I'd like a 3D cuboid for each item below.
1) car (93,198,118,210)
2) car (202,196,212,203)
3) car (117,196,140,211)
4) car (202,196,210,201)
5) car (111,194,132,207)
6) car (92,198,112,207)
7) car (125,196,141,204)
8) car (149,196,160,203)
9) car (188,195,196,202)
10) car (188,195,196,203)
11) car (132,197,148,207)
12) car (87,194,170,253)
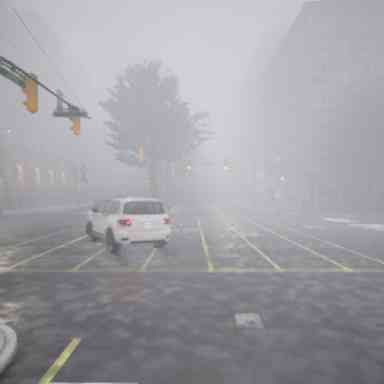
[{"bbox_3d":[-11.571,1.540,44.759,2.128,1.511,4.902,0,0,0],"label":"car"},{"bbox_3d":[3.496,1.622,74.995,2.033,1.411,5.357,0,0,0],"label":"car"},{"bbox_3d":[-8.082,1.399,42.990,2.097,1.767,4.553,0,0,0],"label":"car"},{"bbox_3d":[3.495,1.644,83.996,1.994,1.385,4.181,0,0,0],"label":"car"},{"bbox_3d":[-11.503,1.281,54.679,2.150,2.045,5.566,0,0,0],"label":"car"},{"bbox_3d":[-14.753,1.655,54.797,1.895,1.301,4.718,0,0,0],"label":"car"},{"bbox_3d":[-11.504,1.564,65.116,2.128,1.511,4.902,0,0,0],"label":"car"},{"bbox_3d":[-8.004,1.630,71.307,1.994,1.385,4.181,0,0,0],"label":"car"},{"bbox_3d":[-0.005,1.592,83.995,1.837,1.490,4.892,0,0,0],"label":"car"},{"bbox_3d":[-0.004,1.621,74.533,2.033,1.411,5.357,0,0,0],"label":"car"},{"bbox_3d":[-8.027,1.582,51.875,1.812,1.442,4.674,0,0,1],"label":"car"},{"bbox_3d":[-2.850,1.237,14.098,2.150,2.045,5.566,1,0,-29],"label":"car"}]
